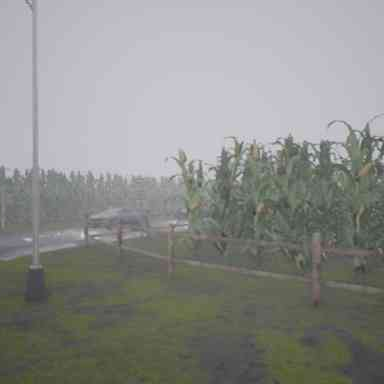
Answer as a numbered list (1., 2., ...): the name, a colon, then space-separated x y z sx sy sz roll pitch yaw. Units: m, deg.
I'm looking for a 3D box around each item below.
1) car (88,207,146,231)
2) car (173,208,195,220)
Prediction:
1. car: -4.897 1.696 21.966 1.994 1.385 4.181 -1 -1 37
2. car: 0.632 1.744 29.488 2.033 1.411 5.357 -1 -1 36
